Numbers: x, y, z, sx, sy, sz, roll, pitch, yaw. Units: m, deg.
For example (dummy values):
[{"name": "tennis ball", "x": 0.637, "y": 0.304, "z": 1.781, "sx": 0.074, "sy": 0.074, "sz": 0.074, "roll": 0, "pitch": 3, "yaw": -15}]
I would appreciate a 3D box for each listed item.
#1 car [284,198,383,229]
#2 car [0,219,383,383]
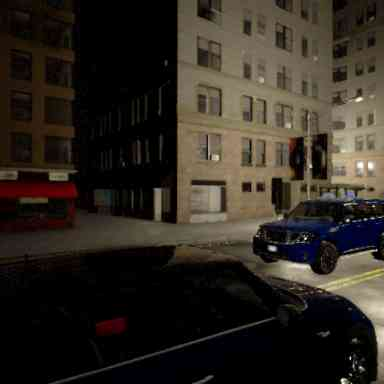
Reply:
[{"name": "car", "x": 4.495, "y": 1.230, "z": 10.862, "sx": 5.566, "sy": 2.045, "sz": 2.150, "roll": 0, "pitch": 0, "yaw": -35}, {"name": "car", "x": -0.104, "y": 1.353, "z": 3.366, "sx": 4.553, "sy": 1.767, "sz": 2.097, "roll": 0, "pitch": 0, "yaw": -36}]
